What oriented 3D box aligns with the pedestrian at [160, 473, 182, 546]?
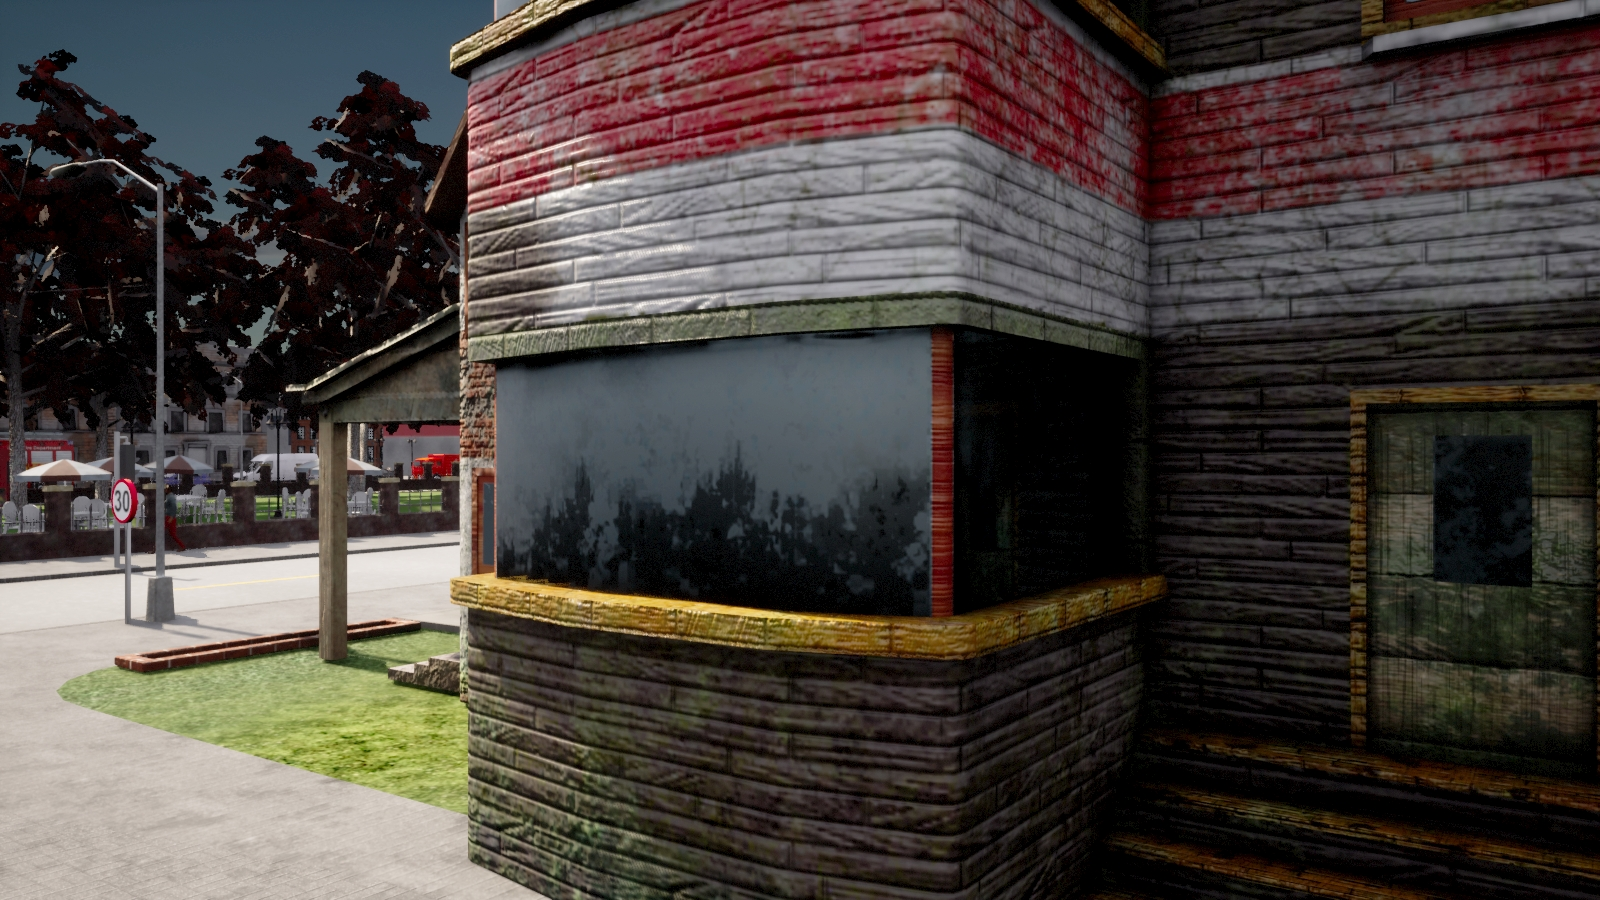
[{"bbox_3d":[-16.230,1.517,29.470,0.375,1.860,0.375,0,0,36],"label":"pedestrian"}]
